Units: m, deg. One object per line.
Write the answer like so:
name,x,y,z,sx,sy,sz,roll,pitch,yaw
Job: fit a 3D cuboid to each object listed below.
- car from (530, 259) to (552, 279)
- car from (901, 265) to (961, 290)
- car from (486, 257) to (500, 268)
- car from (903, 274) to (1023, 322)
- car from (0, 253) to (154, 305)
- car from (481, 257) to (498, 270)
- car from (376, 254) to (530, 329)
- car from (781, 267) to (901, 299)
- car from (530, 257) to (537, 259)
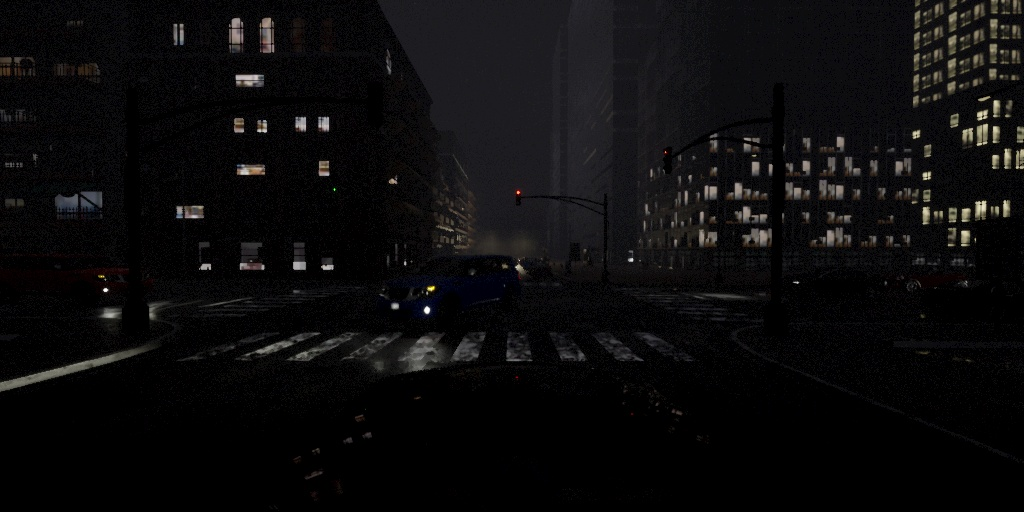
car,2.631,1.272,32.495,1.888,1.381,4.507,0,0,0
car,23.357,1.230,20.753,4.097,1.591,1.967,0,0,1
car,-3.110,1.037,60.716,2.097,1.767,4.553,0,0,0
car,16.706,1.445,12.200,4.403,1.370,2.007,0,0,1
car,-18.852,0.911,15.359,5.566,2.045,2.150,0,1,1
car,-3.126,1.054,50.808,2.097,1.767,4.553,0,0,0
car,-1.725,0.967,11.857,2.150,2.045,5.566,-1,-1,30
car,15.896,1.291,18.118,4.902,1.511,2.128,0,1,1
car,2.626,1.159,38.141,1.967,1.591,4.097,0,0,0
